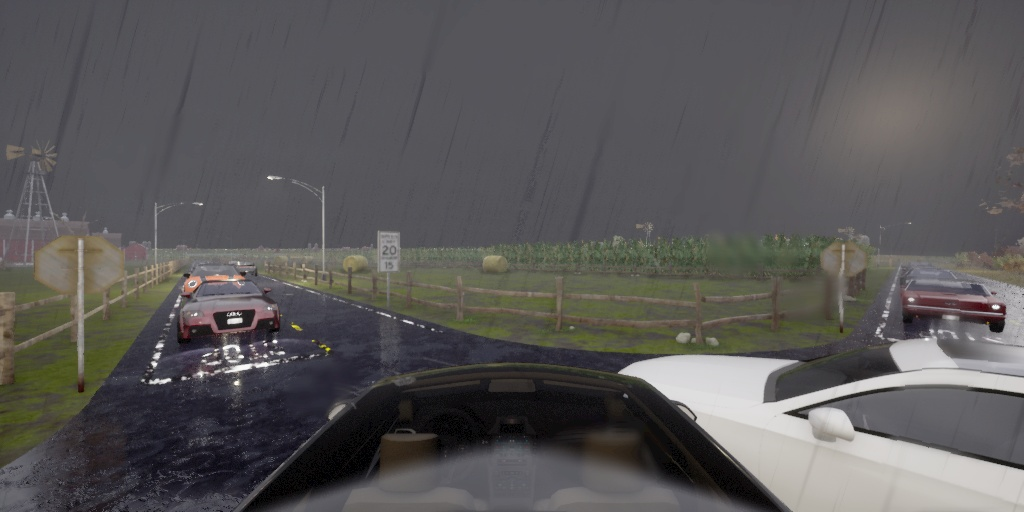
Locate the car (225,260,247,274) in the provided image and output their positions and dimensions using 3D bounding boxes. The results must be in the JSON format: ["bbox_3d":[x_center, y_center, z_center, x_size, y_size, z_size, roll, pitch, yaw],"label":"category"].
[{"bbox_3d":[-33.382,1.279,43.299,1.837,1.490,4.892,0,0,-41],"label":"car"}]

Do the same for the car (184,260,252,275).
[{"bbox_3d":[-13.596,1.131,16.463,2.097,1.767,4.553,0,0,-41],"label":"car"}]

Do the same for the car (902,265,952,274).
[{"bbox_3d":[20.726,1.348,17.761,5.357,1.411,2.033,0,1,-42],"label":"car"}]

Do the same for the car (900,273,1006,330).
[{"bbox_3d":[13.600,1.389,11.251,4.718,1.301,1.895,0,1,-43],"label":"car"}]

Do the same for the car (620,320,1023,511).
[{"bbox_3d":[2.853,1.293,2.269,1.812,1.442,4.674,0,1,-43],"label":"car"}]

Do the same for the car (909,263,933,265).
[{"bbox_3d":[27.528,1.380,23.965,4.181,1.385,1.994,0,1,-42],"label":"car"}]

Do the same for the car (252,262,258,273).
[{"bbox_3d":[-26.717,1.262,35.791,2.128,1.511,4.902,0,0,-41],"label":"car"}]

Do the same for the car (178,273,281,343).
[{"bbox_3d":[-7.869,1.350,9.937,1.994,1.385,4.181,0,0,-42],"label":"car"}]
